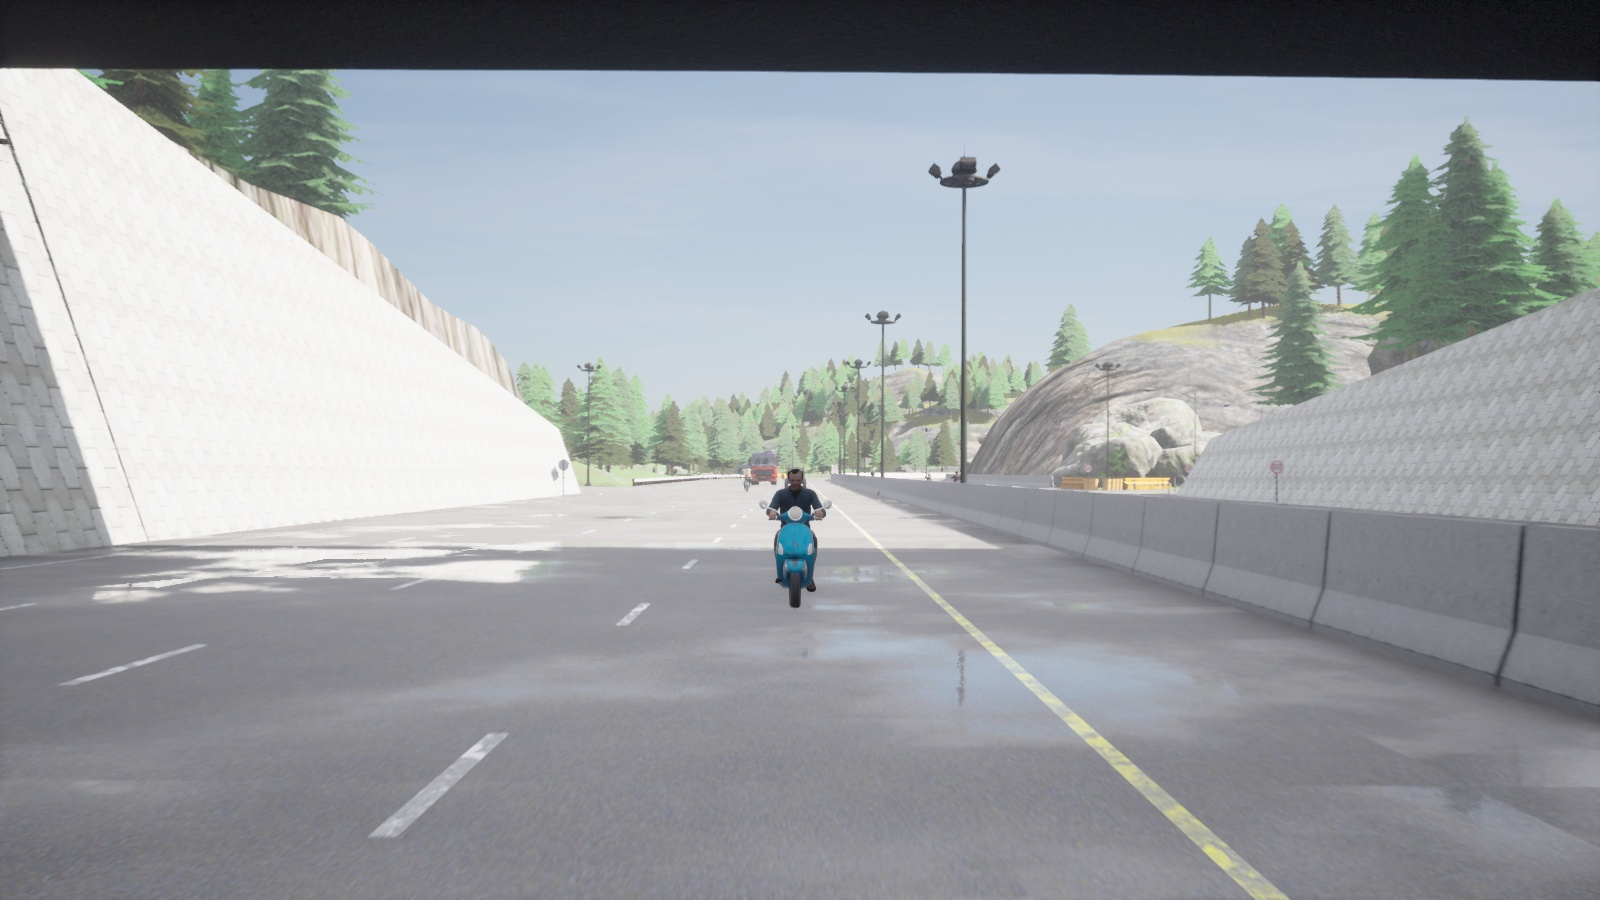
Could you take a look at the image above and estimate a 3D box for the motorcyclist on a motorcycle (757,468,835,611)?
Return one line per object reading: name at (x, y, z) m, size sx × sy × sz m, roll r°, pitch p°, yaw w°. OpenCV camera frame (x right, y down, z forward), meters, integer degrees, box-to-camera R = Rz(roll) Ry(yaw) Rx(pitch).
motorcyclist on a motorcycle at (-0.047, 1.019, 14.956) m, size 0.866 × 1.590 × 1.817 m, roll 0°, pitch -1°, yaw 0°
